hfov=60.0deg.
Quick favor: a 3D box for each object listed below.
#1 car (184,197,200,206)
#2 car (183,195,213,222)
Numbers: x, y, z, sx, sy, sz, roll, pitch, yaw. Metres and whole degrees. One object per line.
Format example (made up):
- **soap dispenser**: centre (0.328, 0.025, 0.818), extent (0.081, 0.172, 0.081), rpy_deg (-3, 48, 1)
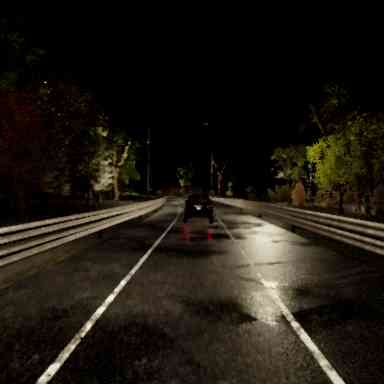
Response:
- **car**: centre (-0.077, 1.543, 54.460), extent (2.033, 1.411, 5.357), rpy_deg (1, 0, -5)
- **car**: centre (0.504, 1.237, 26.310), extent (2.150, 2.045, 5.566), rpy_deg (1, 0, 1)
